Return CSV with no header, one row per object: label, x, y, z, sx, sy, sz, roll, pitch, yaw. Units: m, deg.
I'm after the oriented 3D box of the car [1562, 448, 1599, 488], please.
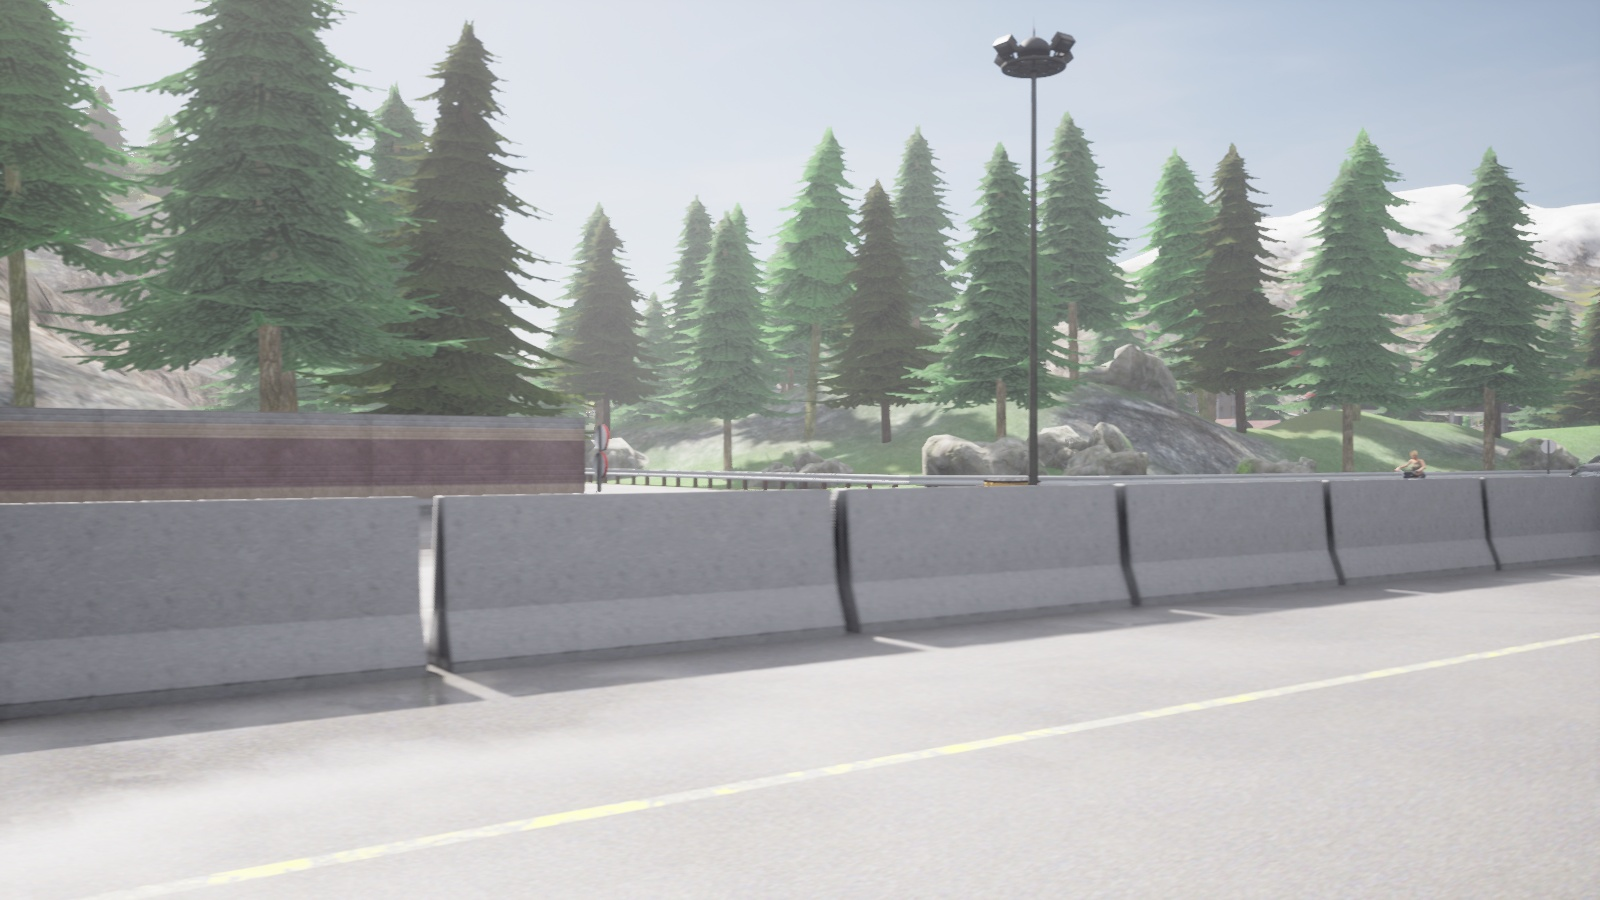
car,34.512,0.732,53.183,4.856,1.649,2.033,0,0,-35
